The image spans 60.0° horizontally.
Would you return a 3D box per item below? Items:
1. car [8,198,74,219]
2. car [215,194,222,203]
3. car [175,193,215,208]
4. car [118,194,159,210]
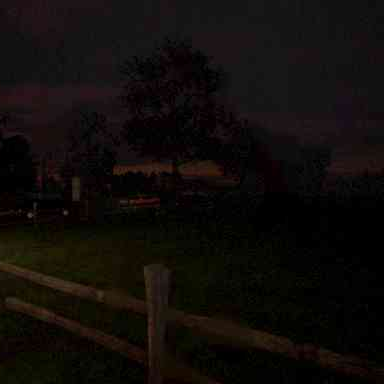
[{"bbox_3d":[-11.658,1.224,25.991,1.837,1.490,4.892,0,1,37],"label":"car"},{"bbox_3d":[2.342,0.879,44.874,1.994,1.385,4.181,0,1,37],"label":"car"},{"bbox_3d":[0.108,0.956,36.926,1.837,1.490,4.892,0,1,37],"label":"car"},{"bbox_3d":[-5.414,1.015,34.422,1.882,1.535,5.008,0,1,36],"label":"car"}]
